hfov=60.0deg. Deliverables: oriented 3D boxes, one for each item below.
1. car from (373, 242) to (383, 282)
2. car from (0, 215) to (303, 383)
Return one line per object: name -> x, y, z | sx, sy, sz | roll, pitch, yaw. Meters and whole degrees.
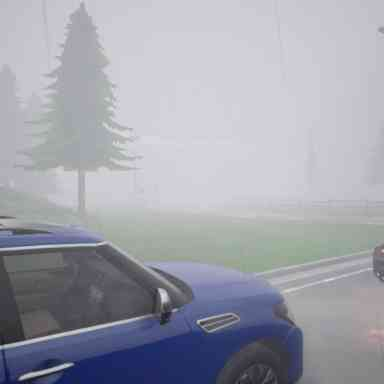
car -> 6.431, 1.505, 8.357 | 4.892, 1.490, 1.837 | 0, 0, -35
car -> -1.508, 1.222, 2.671 | 5.566, 2.045, 2.150 | 0, 0, -35
